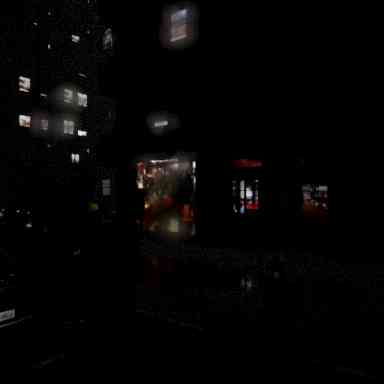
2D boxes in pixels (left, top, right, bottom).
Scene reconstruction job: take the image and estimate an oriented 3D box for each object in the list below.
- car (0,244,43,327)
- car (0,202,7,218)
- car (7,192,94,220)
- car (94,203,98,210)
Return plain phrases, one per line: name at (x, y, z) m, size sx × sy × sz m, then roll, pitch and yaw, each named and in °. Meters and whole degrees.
car at (-4.463, 1.551, 6.069) m, size 4.403 × 1.369 × 2.008 m, roll 0°, pitch 0°, yaw 36°
car at (-13.999, 1.348, 26.092) m, size 2.008 × 1.369 × 4.403 m, roll 1°, pitch 1°, yaw 35°
car at (-10.868, 0.995, 26.069) m, size 2.150 × 2.045 × 5.566 m, roll 0°, pitch 1°, yaw 35°
car at (-10.904, 1.247, 30.513) m, size 1.752 × 1.417 × 4.829 m, roll 1°, pitch 1°, yaw 35°
